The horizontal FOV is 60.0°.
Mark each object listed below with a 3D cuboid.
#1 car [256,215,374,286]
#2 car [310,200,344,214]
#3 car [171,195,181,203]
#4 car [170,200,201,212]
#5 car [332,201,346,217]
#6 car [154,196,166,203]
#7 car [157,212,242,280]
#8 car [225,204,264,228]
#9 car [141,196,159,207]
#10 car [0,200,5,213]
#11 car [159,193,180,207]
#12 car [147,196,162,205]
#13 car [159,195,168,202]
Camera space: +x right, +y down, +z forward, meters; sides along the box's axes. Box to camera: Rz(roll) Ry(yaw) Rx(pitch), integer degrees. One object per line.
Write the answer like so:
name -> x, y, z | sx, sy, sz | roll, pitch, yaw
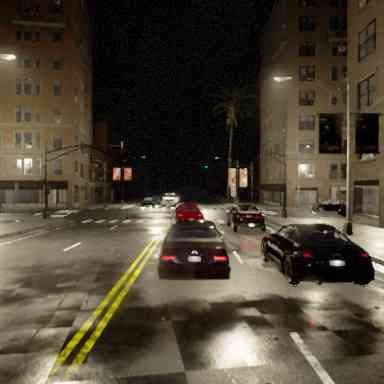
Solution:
car -> 3.285, 1.569, 9.484 | 1.994, 1.385, 4.181 | 0, 0, 0
car -> 15.898, 1.625, 37.534 | 4.902, 1.511, 2.128 | 0, 1, 2
car -> -3.493, 1.504, 73.392 | 1.882, 1.535, 5.008 | 0, 0, 0
car -> -0.307, 1.536, 22.289 | 1.812, 1.442, 4.674 | 0, 0, -6
car -> 16.109, 1.782, 31.594 | 4.313, 1.339, 1.947 | 0, 0, 0
car -> -6.733, 1.568, 70.359 | 2.033, 1.411, 5.357 | 0, 0, 0
car -> 0.057, 1.552, 9.946 | 2.033, 1.411, 5.357 | 0, 0, 0
car -> 3.217, 1.516, 20.328 | 1.837, 1.490, 4.892 | 0, 0, 0
car -> -6.770, 1.590, 51.956 | 1.994, 1.385, 4.181 | 0, 0, -1
car -> -20.469, 1.419, 31.660 | 4.674, 1.442, 1.812 | 0, 1, -8
car -> -3.515, 1.248, 52.833 | 2.150, 2.045, 5.566 | 0, 0, 0
car -> -6.769, 1.521, 60.785 | 2.128, 1.511, 4.902 | 0, 0, 0
car -> -6.766, 1.537, 80.428 | 1.812, 1.442, 4.674 | 0, 0, 0
